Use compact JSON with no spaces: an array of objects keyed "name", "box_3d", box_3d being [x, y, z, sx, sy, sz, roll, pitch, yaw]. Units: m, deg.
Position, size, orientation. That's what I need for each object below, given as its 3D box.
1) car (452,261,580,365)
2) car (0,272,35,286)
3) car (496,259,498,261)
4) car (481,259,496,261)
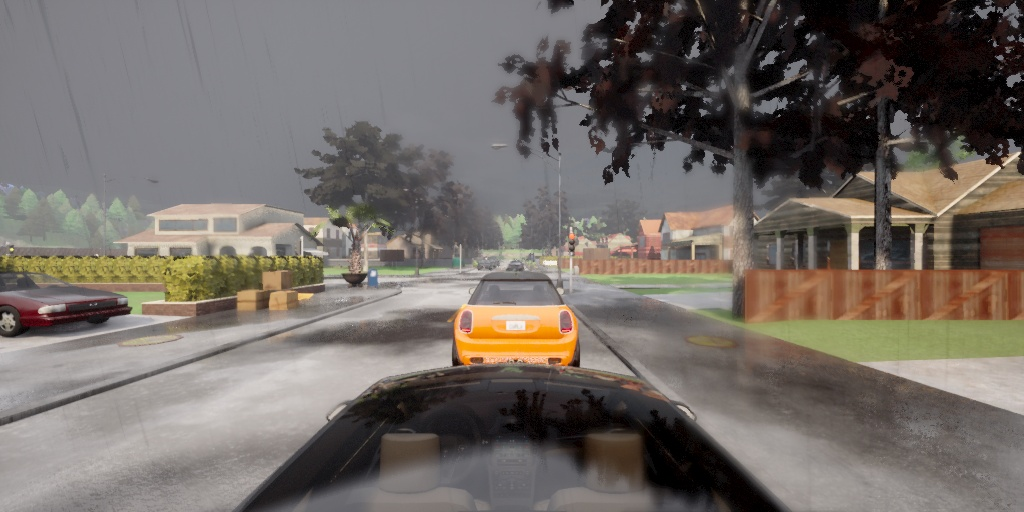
[{"name":"car","box_3d":[0.096,1.102,7.713,2.097,1.767,4.553,0,0,1]},{"name":"car","box_3d":[-39.049,1.315,26.681,4.181,1.385,1.994,0,0,1]},{"name":"car","box_3d":[-3.600,1.241,59.260,2.128,1.511,4.902,0,0,1]},{"name":"car","box_3d":[-3.692,1.255,49.920,1.837,1.490,4.892,0,0,1]}]
